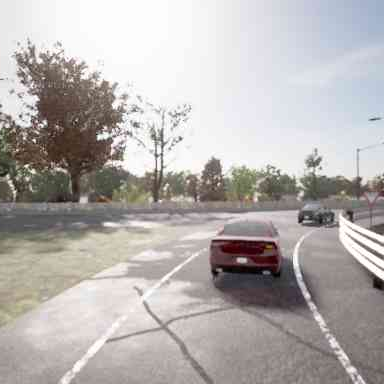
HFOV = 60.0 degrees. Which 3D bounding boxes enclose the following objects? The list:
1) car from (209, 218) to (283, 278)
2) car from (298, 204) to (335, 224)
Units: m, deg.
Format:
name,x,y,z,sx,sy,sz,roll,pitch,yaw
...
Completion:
name,x,y,z,sx,sy,sz,roll,pitch,yaw
car,1.826,1.550,10.568,1.882,1.535,5.008,0,-1,14
car,9.907,1.709,26.434,1.812,1.442,4.674,-1,0,38
